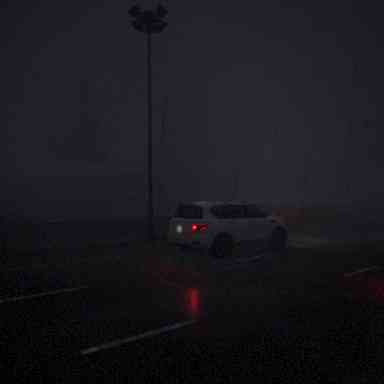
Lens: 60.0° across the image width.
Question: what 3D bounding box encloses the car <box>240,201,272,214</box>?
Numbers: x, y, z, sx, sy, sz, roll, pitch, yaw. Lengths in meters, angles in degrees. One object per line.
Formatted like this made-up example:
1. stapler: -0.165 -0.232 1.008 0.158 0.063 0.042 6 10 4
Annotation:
1. car: 8.683 1.998 45.030 1.882 1.535 5.008 -1 -1 42

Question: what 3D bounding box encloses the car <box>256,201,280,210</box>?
1. car: 12.557 2.177 54.768 1.994 1.385 4.181 -1 -1 41

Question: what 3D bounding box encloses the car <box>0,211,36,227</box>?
1. car: -14.069 2.052 24.099 4.718 1.301 1.895 0 -1 -36

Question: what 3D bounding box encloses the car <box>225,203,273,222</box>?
1. car: 5.490 1.849 31.516 5.008 1.535 1.882 1 -1 -44

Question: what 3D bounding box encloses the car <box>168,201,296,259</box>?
1. car: 1.628 1.392 13.665 5.566 2.045 2.150 0 -1 -39

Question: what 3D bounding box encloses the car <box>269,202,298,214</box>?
1. car: 11.944 2.033 43.433 1.994 1.385 4.181 -1 -1 42

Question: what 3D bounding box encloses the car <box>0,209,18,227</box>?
1. car: -16.677 2.108 26.520 4.718 1.301 1.895 0 -1 -36

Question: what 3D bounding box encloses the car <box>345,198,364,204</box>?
1. car: 27.274 1.852 55.691 2.097 1.767 4.553 -1 -1 41
